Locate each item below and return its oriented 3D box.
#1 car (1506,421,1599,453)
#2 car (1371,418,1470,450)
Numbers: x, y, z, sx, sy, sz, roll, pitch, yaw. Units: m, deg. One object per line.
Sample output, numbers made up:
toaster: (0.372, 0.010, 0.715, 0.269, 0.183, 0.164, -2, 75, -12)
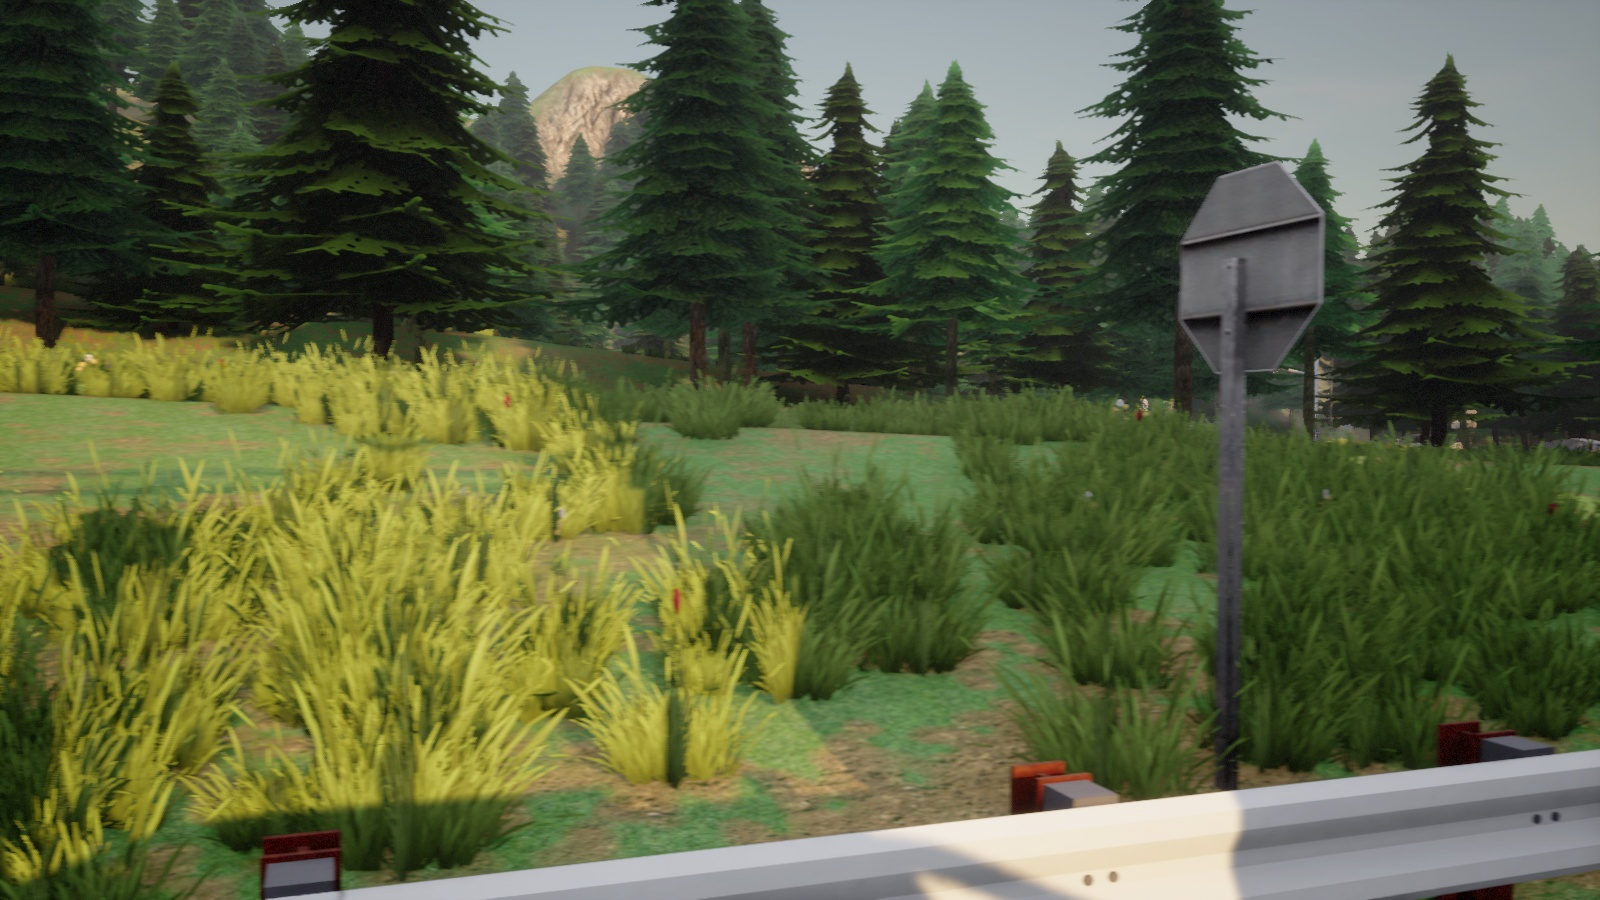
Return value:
car: (36.929, -0.637, 60.542, 2.163, 1.488, 4.792, -1, 1, -20)
car: (33.969, -0.901, 68.938, 2.242, 1.667, 4.611, -1, 1, -20)
